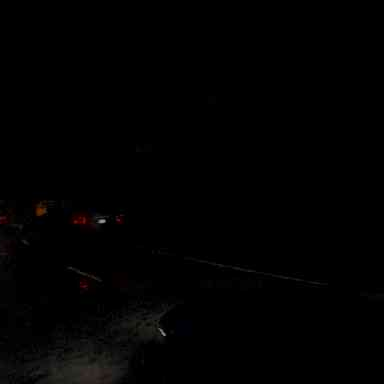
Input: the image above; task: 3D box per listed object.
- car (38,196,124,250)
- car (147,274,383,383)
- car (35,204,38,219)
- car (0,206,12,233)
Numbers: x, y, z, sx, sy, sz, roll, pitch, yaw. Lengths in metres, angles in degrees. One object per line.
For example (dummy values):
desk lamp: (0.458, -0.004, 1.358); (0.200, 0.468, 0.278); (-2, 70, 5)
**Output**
car: (-4.951, 1.219, 14.722); (2.150, 2.045, 5.566); (0, 0, -35)
car: (1.685, 1.526, 2.983); (4.674, 1.442, 1.812); (0, 0, 37)
car: (-12.894, 1.480, 29.774); (1.882, 1.535, 5.008); (0, 0, -26)
car: (-11.493, 1.528, 19.152); (1.812, 1.442, 4.674); (0, 0, -28)
